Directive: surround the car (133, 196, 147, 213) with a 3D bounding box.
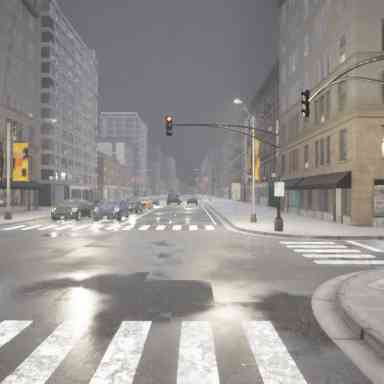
[{"bbox_3d":[-6.548,1.500,36.281,2.128,1.511,4.902,0,0,0],"label":"car"}]

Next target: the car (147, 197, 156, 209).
[{"bbox_3d":[-6.536,1.486,45.784,1.882,1.535,5.008,0,0,0],"label":"car"}]

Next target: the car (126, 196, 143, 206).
[{"bbox_3d":[-9.755,1.498,56.662,2.128,1.511,4.902,0,0,1],"label":"car"}]

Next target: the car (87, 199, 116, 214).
[{"bbox_3d":[-9.801,1.513,36.418,1.837,1.490,4.892,0,0,0],"label":"car"}]

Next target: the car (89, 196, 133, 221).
[{"bbox_3d":[-6.562,1.359,27.442,2.097,1.767,4.553,0,0,0],"label":"car"}]

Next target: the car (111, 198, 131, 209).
[{"bbox_3d":[-9.787,1.534,46.364,1.812,1.442,4.674,0,0,0],"label":"car"}]

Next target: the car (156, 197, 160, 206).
[{"bbox_3d":[-6.512,1.533,55.636,1.812,1.442,4.674,0,0,1],"label":"car"}]

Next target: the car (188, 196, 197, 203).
[{"bbox_3d":[0.066,1.530,68.337,1.812,1.442,4.674,0,0,0],"label":"car"}]

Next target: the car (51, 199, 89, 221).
[{"bbox_3d":[-9.812,1.359,27.446,2.097,1.767,4.553,0,0,0],"label":"car"}]

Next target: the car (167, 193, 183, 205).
[{"bbox_3d":[-3.193,1.228,57.951,2.150,2.045,5.566,0,0,0],"label":"car"}]

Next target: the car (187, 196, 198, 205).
[{"bbox_3d":[0.057,1.511,57.918,1.837,1.490,4.892,0,0,0],"label":"car"}]

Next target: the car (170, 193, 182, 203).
[{"bbox_3d":[-3.184,1.226,68.370,2.150,2.045,5.566,0,0,0],"label":"car"}]
